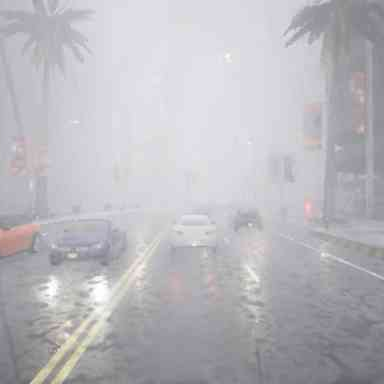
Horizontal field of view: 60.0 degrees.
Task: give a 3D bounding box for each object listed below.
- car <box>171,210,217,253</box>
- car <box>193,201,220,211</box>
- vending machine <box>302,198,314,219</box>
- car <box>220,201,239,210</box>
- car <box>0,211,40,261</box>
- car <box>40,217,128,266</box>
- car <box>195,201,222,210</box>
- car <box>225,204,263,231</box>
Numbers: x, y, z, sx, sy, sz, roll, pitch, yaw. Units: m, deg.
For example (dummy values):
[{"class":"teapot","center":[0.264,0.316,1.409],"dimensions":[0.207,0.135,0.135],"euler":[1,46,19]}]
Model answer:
[{"class":"car","center":[0.078,1.712,14.535],"dimensions":[1.812,1.442,4.674],"euler":[0,-1,0]},{"class":"car","center":[1.335,2.008,36.031],"dimensions":[2.033,1.411,5.357],"euler":[0,-1,14]},{"class":"vending machine","center":[11.725,1.625,33.670],"dimensions":[1.100,2.100,0.880],"euler":[0,-1,15]},{"class":"car","center":[6.194,2.229,53.464],"dimensions":[2.033,1.411,5.357],"euler":[-1,-1,40]},{"class":"car","center":[-7.088,1.500,11.445],"dimensions":[2.097,1.767,4.553],"euler":[0,-1,0]},{"class":"car","center":[-3.581,1.684,12.302],"dimensions":[1.812,1.442,4.674],"euler":[0,-1,0]},{"class":"car","center":[2.773,2.203,54.520],"dimensions":[1.837,1.490,4.892],"euler":[-1,-2,39]},{"class":"car","center":[3.604,1.796,22.816],"dimensions":[1.837,1.490,4.892],"euler":[0,-1,0]}]
